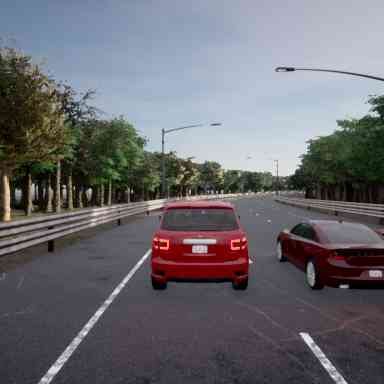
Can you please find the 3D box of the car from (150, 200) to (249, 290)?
[{"bbox_3d":[0.207,1.223,9.237,2.150,2.045,5.566,0,0,1],"label":"car"}]

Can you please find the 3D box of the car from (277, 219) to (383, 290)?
[{"bbox_3d":[3.713,1.479,9.113,1.882,1.535,5.008,0,0,1],"label":"car"}]

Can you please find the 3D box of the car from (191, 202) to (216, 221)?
[{"bbox_3d":[1.031,1.569,28.223,1.994,1.385,4.181,0,0,4],"label":"car"}]
